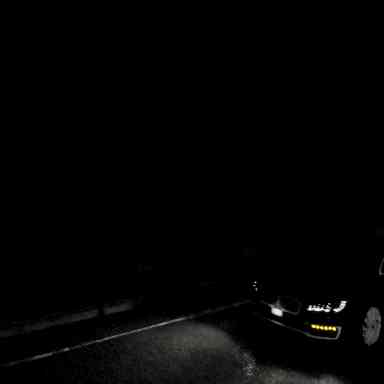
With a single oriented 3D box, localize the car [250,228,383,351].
[{"bbox_3d":[3.225,1.506,6.281,4.892,1.490,1.837,0,0,-35],"label":"car"}]
